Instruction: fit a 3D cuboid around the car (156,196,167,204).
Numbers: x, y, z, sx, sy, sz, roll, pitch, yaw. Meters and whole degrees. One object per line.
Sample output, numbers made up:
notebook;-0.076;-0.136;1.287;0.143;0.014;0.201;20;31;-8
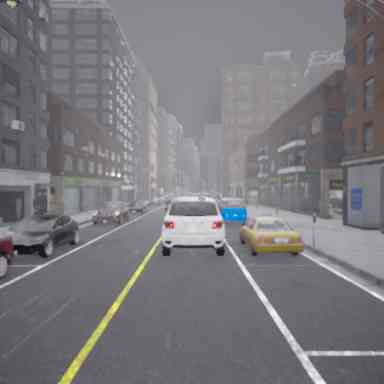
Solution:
car;-5.674;1.503;62.256;1.802;1.307;4.206;-1;0;0

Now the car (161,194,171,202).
car;-5.675;1.343;73.272;1.967;1.590;4.097;-1;0;0

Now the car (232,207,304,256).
car;2.851;1.508;12.884;1.752;1.417;4.829;-1;0;0

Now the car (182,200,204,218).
car;0.079;1.487;30.287;1.812;1.442;4.674;0;0;0

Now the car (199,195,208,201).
car;2.852;1.447;84.295;1.947;1.339;4.313;-1;0;0

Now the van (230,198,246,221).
van;2.849;1.310;23.726;1.690;1.788;3.998;-1;0;0

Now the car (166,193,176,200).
car;-5.676;1.184;89.795;2.192;1.841;5.009;-1;0;0

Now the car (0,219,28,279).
car;-5.674;1.535;7.180;1.887;1.381;4.507;-1;0;0

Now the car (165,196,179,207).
car;-3.077;1.413;51.942;1.882;1.535;5.008;0;0;0

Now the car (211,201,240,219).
car;2.851;1.513;29.232;2.008;1.369;4.403;-1;0;0

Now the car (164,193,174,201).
car;-5.676;1.196;84.287;2.192;1.841;5.009;-1;0;0

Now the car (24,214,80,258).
car;-5.674;1.549;12.687;1.947;1.339;4.313;-1;0;0

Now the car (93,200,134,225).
car;-5.675;1.409;23.702;1.967;1.590;4.097;-1;0;0

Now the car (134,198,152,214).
car;-5.674;1.522;34.718;1.947;1.339;4.313;-1;0;0

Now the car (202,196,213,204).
car;2.851;1.487;62.269;1.947;1.339;4.313;-1;0;0

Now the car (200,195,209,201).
car;2.852;1.458;78.788;1.947;1.339;4.313;-1;0;0

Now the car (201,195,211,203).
car;2.851;1.437;67.946;1.752;1.417;4.829;-1;0;0

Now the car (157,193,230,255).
car;0.066;1.206;13.278;2.150;2.045;5.566;0;0;0

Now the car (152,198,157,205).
car;-5.674;1.519;51.241;1.802;1.307;4.206;-1;0;0

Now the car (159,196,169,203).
car;-5.674;1.494;67.764;1.802;1.307;4.206;-1;0;0

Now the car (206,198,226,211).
car;2.851;1.500;40.244;2.008;1.369;4.403;-1;0;0
